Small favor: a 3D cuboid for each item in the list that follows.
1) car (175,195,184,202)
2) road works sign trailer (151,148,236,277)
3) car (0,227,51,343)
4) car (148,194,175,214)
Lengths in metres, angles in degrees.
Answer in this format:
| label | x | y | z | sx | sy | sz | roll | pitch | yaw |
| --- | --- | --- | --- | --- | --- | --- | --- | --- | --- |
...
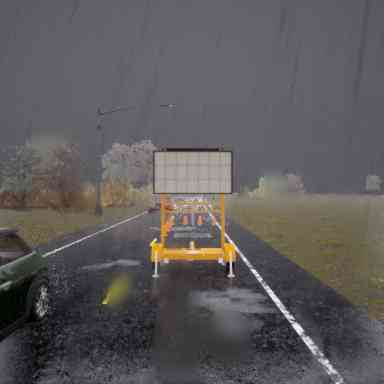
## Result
| label | x | y | z | sx | sy | sz | roll | pitch | yaw |
| --- | --- | --- | --- | --- | --- | --- | --- | --- | --- |
| car | -2.910 | 1.405 | 76.875 | 2.097 | 1.767 | 4.553 | 0 | 0 | 1 |
| road works sign trailer | 0.027 | 0.468 | 10.228 | 2.380 | 3.560 | 2.880 | 0 | 0 | -1 |
| car | -3.596 | 1.354 | 4.111 | 2.097 | 1.767 | 4.553 | 0 | 0 | 0 |
| car | -3.369 | 1.241 | 35.972 | 2.150 | 2.045 | 5.566 | 0 | 0 | 0 |
